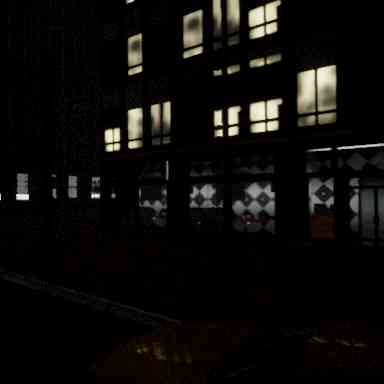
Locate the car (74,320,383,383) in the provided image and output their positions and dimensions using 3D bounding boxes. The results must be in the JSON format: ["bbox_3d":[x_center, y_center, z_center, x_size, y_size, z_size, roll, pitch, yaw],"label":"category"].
[{"bbox_3d":[1.173,1.525,2.221,4.829,1.417,1.752,0,-1,36],"label":"car"}]
